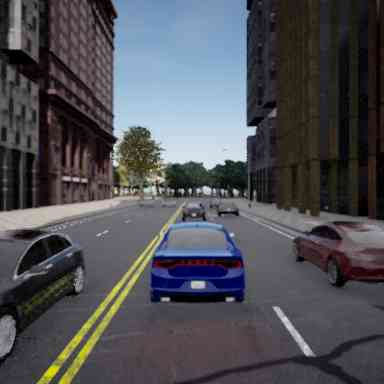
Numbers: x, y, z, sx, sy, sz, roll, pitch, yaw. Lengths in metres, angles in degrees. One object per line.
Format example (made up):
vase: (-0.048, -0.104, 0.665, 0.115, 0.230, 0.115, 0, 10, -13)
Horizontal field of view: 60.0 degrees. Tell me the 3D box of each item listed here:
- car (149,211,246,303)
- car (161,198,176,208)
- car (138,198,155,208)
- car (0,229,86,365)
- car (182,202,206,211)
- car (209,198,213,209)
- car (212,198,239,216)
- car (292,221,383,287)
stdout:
car: (0.109, 1.472, 8.302, 1.882, 1.535, 5.008, 0, 0, 0)
car: (-3.256, 1.565, 47.273, 1.895, 1.301, 4.718, 0, 0, 0)
car: (-6.503, 1.561, 47.695, 1.895, 1.301, 4.718, 0, 0, 0)
car: (-3.346, 1.497, 5.830, 1.837, 1.490, 4.892, 0, 0, 0)
car: (0.153, 1.508, 26.709, 1.812, 1.442, 4.674, 0, 0, 0)
car: (3.330, 1.519, 46.005, 2.033, 1.411, 5.357, 0, 0, 0)
car: (3.344, 1.545, 32.069, 1.994, 1.385, 4.181, 0, 0, 0)
car: (4.236, 1.525, 9.209, 1.812, 1.442, 4.674, 0, 0, 0)
